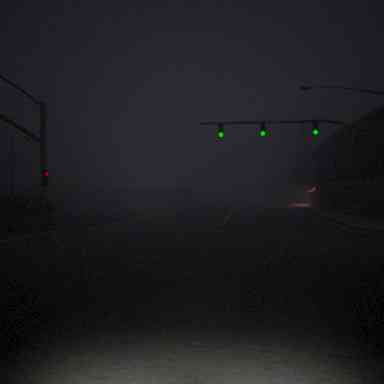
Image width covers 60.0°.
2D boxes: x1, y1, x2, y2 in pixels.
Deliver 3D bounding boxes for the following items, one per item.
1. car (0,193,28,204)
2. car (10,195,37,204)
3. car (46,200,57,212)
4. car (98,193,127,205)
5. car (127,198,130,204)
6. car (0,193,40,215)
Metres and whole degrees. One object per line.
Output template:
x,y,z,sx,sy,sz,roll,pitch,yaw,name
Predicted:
-30.203,1.092,55.733,4.605,1.855,1.932,0,0,9,car
-29.689,1.299,58.585,3.905,1.438,1.784,0,0,9,car
-15.912,1.119,33.636,3.866,1.878,1.905,0,0,9,car
-12.894,1.097,53.026,3.866,1.878,1.905,0,0,9,car
-12.432,1.333,55.884,3.806,1.475,1.970,0,0,9,car
-16.417,1.119,30.785,4.605,1.855,1.932,0,0,9,car
